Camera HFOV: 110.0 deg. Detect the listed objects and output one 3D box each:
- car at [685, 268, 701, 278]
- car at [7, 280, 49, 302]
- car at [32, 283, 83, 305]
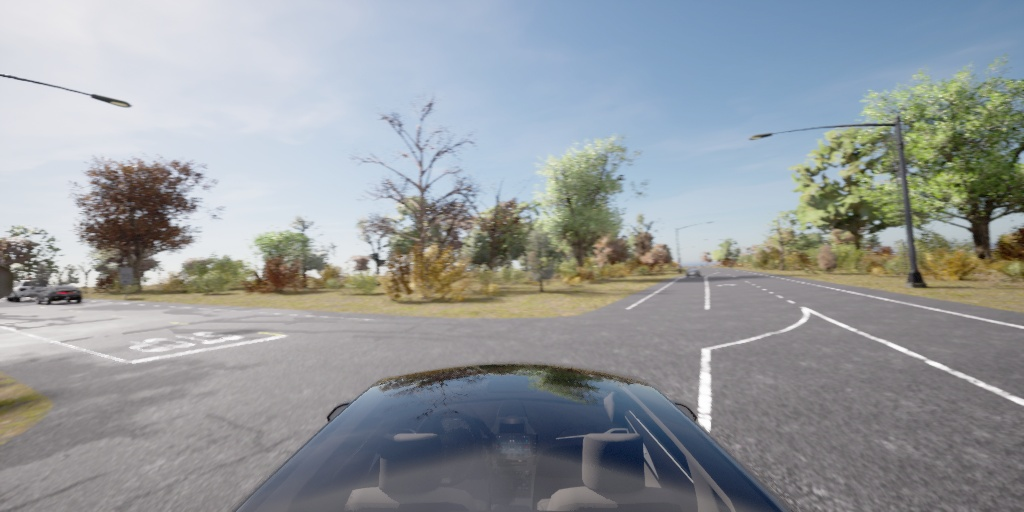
[{"bbox_3d":[27.789,2.534,55.052,2.128,1.511,4.902,-5,-3,31],"label":"car"},{"bbox_3d":[-47.138,3.383,35.089,5.566,2.045,2.150,-3,-2,29],"label":"car"},{"bbox_3d":[-37.965,3.237,30.091,4.892,1.490,1.837,-3,-2,29],"label":"car"}]
